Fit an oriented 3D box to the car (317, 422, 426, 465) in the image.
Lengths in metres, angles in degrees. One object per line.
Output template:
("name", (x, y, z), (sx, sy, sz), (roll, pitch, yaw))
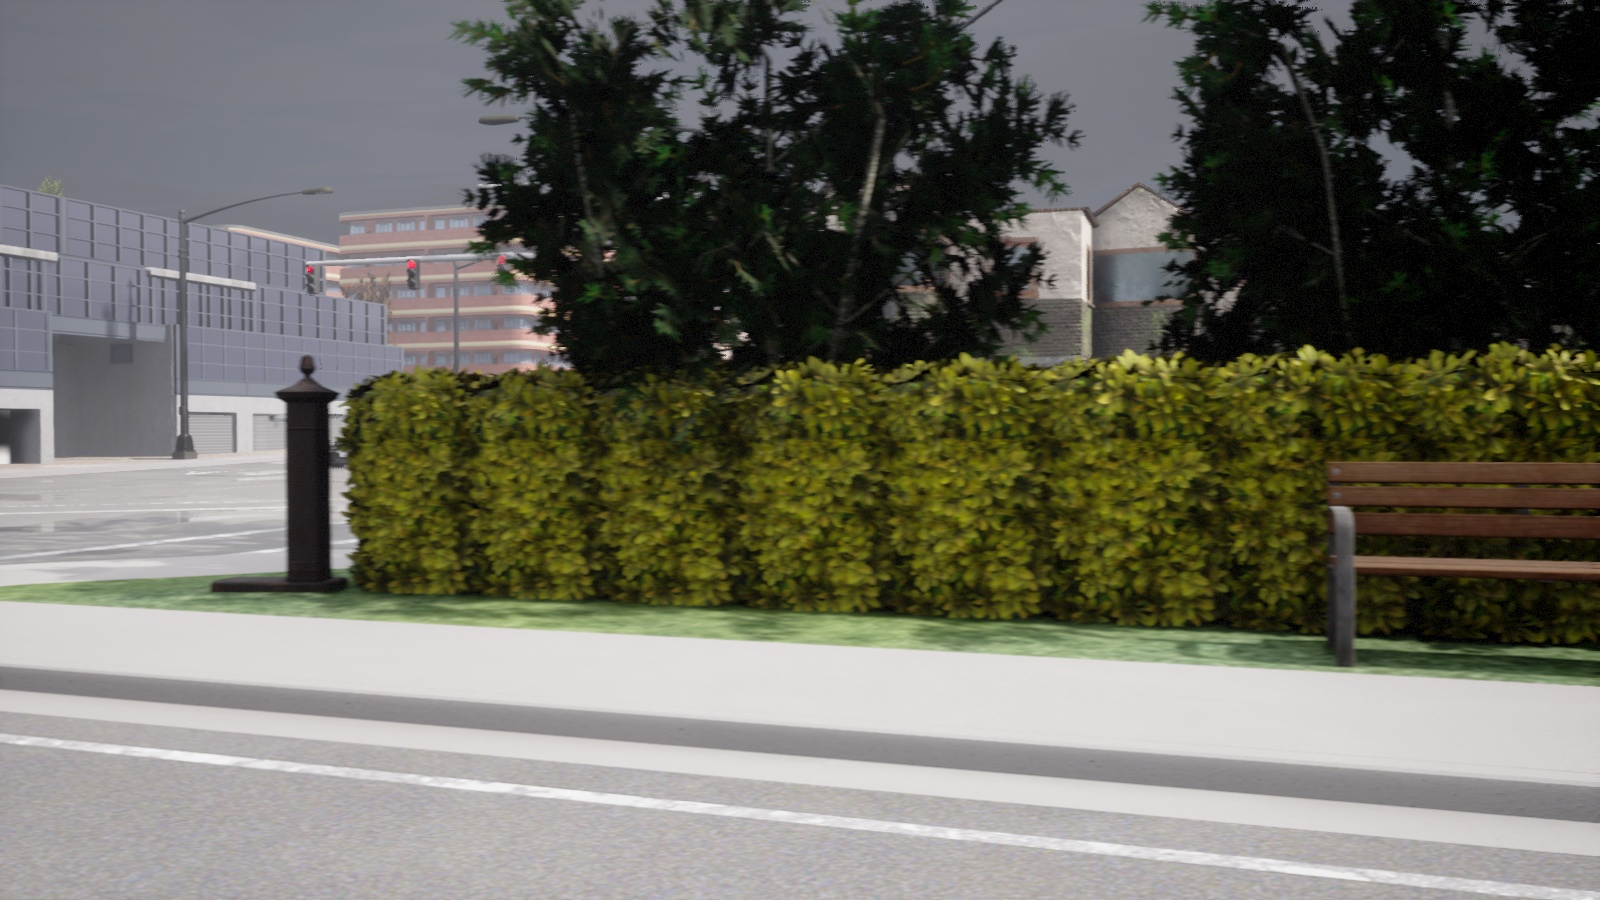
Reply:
("car", (-16.178, -0.278, 47.590), (1.970, 1.475, 3.806), (1, 2, 18))
